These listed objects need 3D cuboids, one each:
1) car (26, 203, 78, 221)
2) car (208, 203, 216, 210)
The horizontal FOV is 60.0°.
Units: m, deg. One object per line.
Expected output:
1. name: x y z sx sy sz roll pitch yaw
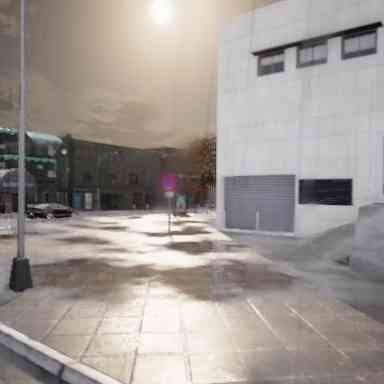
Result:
1. car: -12.585 1.760 30.293 1.882 1.535 5.008 0 -1 21
2. car: 4.840 2.741 61.824 1.895 1.301 4.718 1 0 36
